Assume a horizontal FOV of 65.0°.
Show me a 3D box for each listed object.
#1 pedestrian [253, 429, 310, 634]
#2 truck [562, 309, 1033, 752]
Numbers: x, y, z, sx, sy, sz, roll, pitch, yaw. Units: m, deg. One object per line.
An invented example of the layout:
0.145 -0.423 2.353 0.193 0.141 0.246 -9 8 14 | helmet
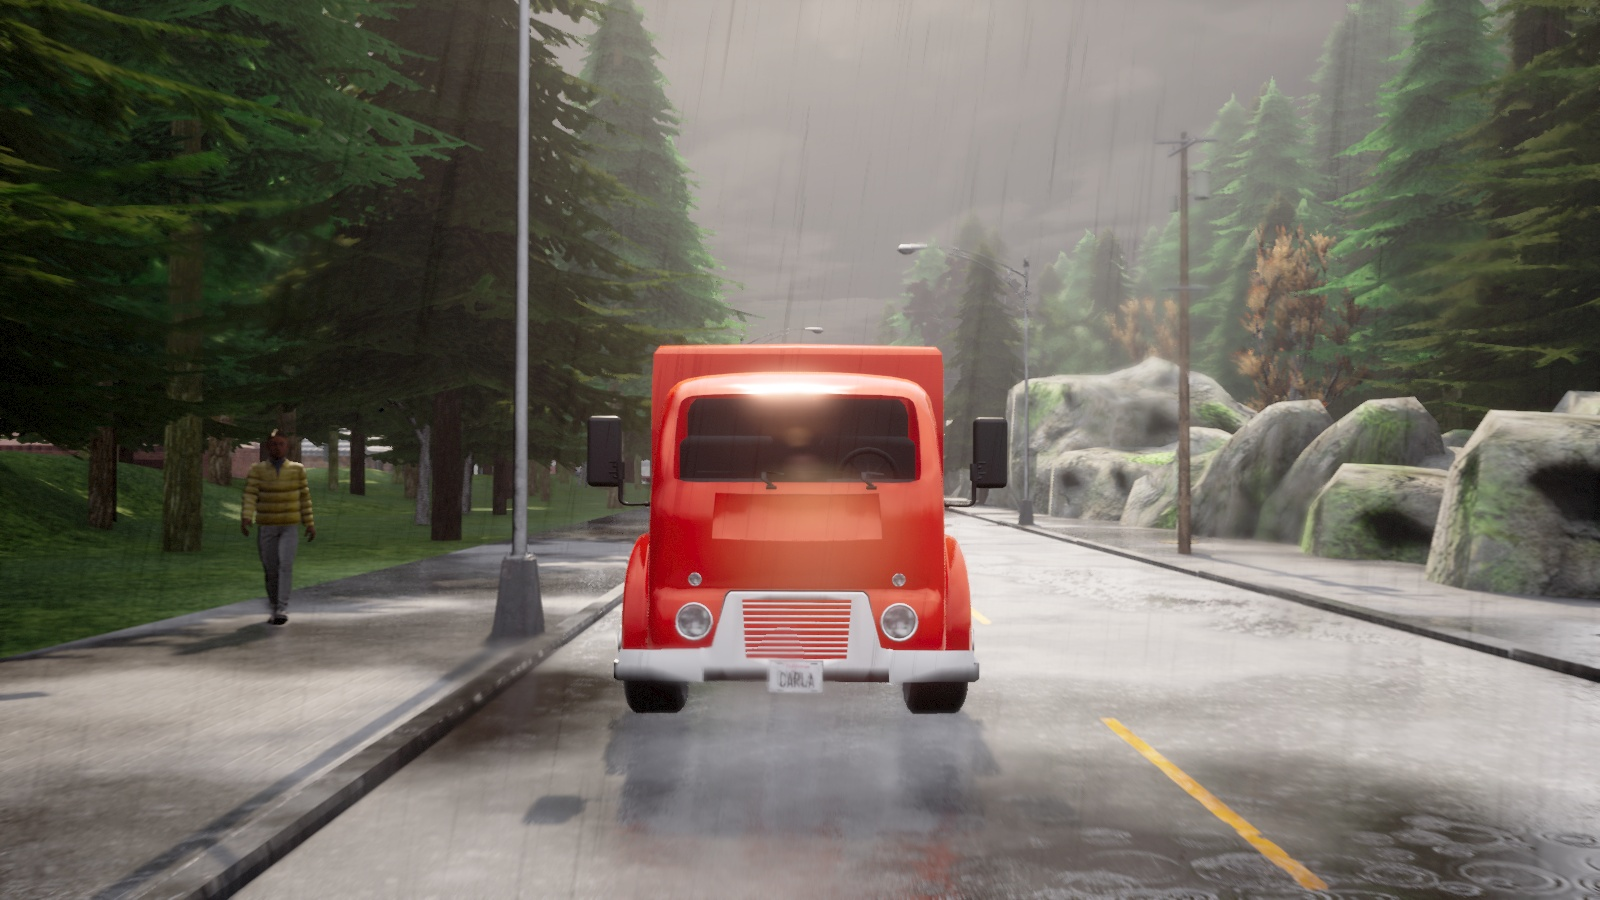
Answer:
-4.829 0.739 11.715 0.431 1.840 0.709 0 -1 -18 | pedestrian
-0.019 0.488 9.626 2.627 2.467 5.204 0 -1 0 | truck
